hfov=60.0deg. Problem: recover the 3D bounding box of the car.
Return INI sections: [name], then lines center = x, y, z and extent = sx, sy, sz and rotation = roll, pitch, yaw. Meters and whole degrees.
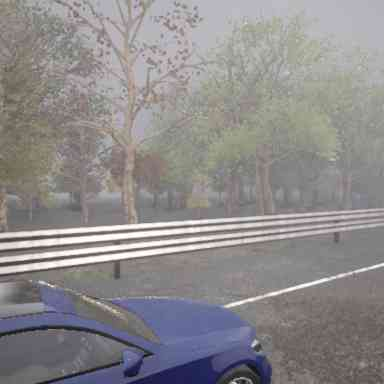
[car]
center = -1.394, 1.524, 2.745
extent = 4.674, 1.442, 1.812
rotation = 0, 0, -35
